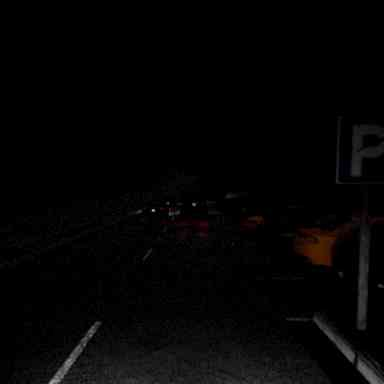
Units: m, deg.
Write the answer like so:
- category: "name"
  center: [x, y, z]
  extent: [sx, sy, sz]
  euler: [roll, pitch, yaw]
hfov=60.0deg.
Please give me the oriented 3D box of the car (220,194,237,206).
- category: "car"
  center: [5.715, 1.295, 34.557]
  extent: [4.792, 1.488, 2.163]
  euler: [0, 1, 0]

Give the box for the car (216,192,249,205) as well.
- category: "car"
  center: [5.776, 0.899, 48.327]
  extent: [4.553, 1.767, 2.185]
  euler: [0, 1, 0]

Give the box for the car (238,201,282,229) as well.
- category: "car"
  center: [5.427, 1.427, 18.029]
  extent: [5.366, 1.575, 1.946]
  euler: [0, 0, 0]

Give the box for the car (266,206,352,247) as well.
- category: "car"
  center: [5.594, 1.456, 12.517]
  extent: [4.892, 1.521, 2.231]
  euler: [0, 0, 0]

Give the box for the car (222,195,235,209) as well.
- category: "car"
  center: [5.643, 1.333, 31.805]
  extent: [4.792, 1.488, 2.163]
  euler: [0, 1, 0]

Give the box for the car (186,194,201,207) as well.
- category: "car"
  center: [0.285, 1.106, 44.121]
  extent: [1.882, 1.535, 5.008]
  euler: [0, 1, 2]

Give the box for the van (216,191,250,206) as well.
- category: "van"
  center: [5.618, 0.858, 45.574]
  extent: [4.442, 1.987, 1.878]
  euler: [0, 1, 0]

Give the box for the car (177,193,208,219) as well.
- category: "car"
  center: [0.190, 1.077, 28.025]
  extent: [2.150, 2.045, 5.566]
  euler: [0, 0, 1]

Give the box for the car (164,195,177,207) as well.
- category: "car"
  center: [-2.975, 1.141, 43.653]
  extent: [1.837, 1.490, 4.892]
  euler: [0, 1, 0]

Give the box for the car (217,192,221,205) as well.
- category: "car"
  center: [5.679, 1.057, 40.191]
  extent: [4.553, 1.767, 2.185]
  euler: [0, 1, 0]

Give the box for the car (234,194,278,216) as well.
- category: "car"
  center: [5.606, 1.266, 23.530]
  extent: [4.553, 1.767, 2.185]
  euler: [0, 1, 0]

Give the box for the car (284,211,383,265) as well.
- category: "car"
  center: [5.570, 1.465, 9.764]
  extent: [5.008, 1.535, 2.097]
  euler: [0, 0, 0]

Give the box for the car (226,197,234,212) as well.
- category: "car"
  center: [5.664, 1.375, 29.047]
  extent: [4.674, 1.452, 2.002]
  euler: [0, 1, 0]

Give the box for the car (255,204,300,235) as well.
- category: "car"
  center: [5.629, 1.475, 15.268]
  extent: [4.792, 1.488, 2.163]
  euler: [0, 0, 0]

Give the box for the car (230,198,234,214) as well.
- category: "car"
  center: [5.646, 1.403, 26.293]
  extent: [4.674, 1.452, 2.002]
  euler: [0, 1, 0]

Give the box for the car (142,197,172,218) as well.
- category: "car"
  center: [-3.060, 1.420, 28.428]
  extent: [1.994, 1.385, 4.181]
  euler: [0, 1, 1]

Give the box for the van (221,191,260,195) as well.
- category: "van"
  center: [5.814, 1.001, 37.305]
  extent: [4.442, 1.987, 1.878]
  euler: [0, 1, 0]

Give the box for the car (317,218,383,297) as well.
- category: "car"
  center: [5.557, 1.472, 7.009]
  extent: [4.892, 1.521, 2.231]
  euler: [0, 0, 0]
